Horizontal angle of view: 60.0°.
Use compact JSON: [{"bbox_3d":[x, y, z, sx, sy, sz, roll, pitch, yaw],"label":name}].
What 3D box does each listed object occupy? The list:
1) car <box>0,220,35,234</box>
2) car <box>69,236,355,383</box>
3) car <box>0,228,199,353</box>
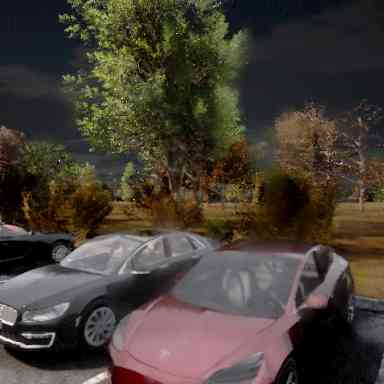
[{"bbox_3d":[-5.882,1.546,9.795,2.097,1.535,5.008,0,0,35],"label":"car"},{"bbox_3d":[0.999,1.522,4.855,2.163,1.488,4.792,0,0,36],"label":"car"},{"bbox_3d":[-1.176,1.511,6.452,2.231,1.521,4.892,0,0,36],"label":"car"}]
